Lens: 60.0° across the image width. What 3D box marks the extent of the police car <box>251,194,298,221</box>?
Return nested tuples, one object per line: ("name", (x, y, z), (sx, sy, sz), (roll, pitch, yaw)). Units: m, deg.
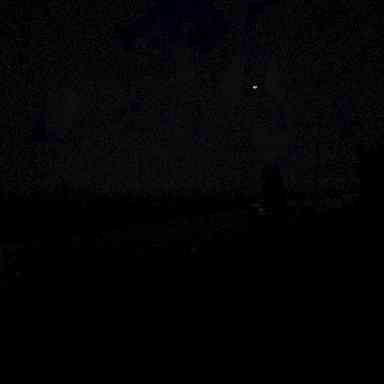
("police car", (5.796, 0.928, 22.700), (1.930, 1.638, 5.238), (2, 2, 34))
